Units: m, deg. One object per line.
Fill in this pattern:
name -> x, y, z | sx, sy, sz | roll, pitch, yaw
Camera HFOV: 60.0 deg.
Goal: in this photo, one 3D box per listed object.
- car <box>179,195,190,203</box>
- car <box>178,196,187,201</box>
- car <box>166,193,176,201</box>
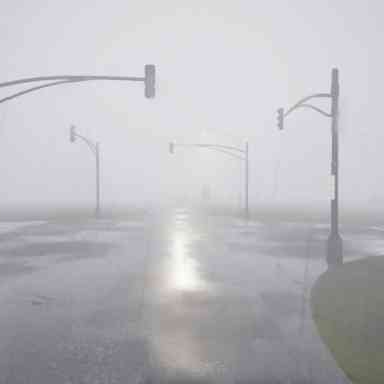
car -> -1.630, 1.384, 69.889 | 2.097, 1.767, 4.553 | 0, 0, -3
car -> -2.234, 1.559, 79.963 | 1.895, 1.301, 4.718 | 0, 0, -4
car -> -4.617, 1.013, 73.981 | 2.097, 1.767, 4.553 | 0, 0, -3
